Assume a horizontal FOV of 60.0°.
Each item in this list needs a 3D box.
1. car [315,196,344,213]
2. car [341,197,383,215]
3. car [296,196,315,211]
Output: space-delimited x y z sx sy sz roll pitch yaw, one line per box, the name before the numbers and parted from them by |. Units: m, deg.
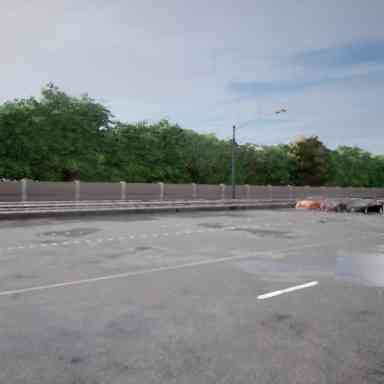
car | 16.420 1.387 37.683 4.553 1.767 2.097 0 0 -37
car | 17.895 1.519 34.413 5.008 1.535 1.882 0 0 -37
car | 14.817 1.333 40.861 4.553 1.767 2.097 -2 2 -37
